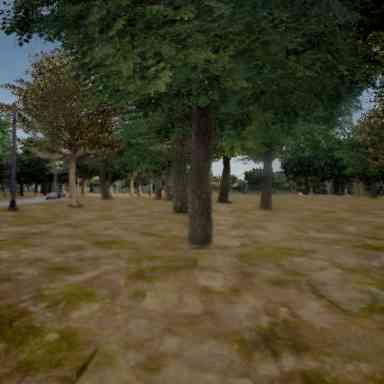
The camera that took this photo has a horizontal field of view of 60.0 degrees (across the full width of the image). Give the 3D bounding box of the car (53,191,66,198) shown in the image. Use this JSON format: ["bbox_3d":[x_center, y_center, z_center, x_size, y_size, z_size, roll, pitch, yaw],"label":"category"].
[{"bbox_3d":[-30.716,0.605,77.247,2.128,1.511,4.902,1,0,-30],"label":"car"}]

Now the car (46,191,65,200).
[{"bbox_3d":[-26.133,0.737,63.156,1.994,1.385,4.181,1,0,-8],"label":"car"}]
